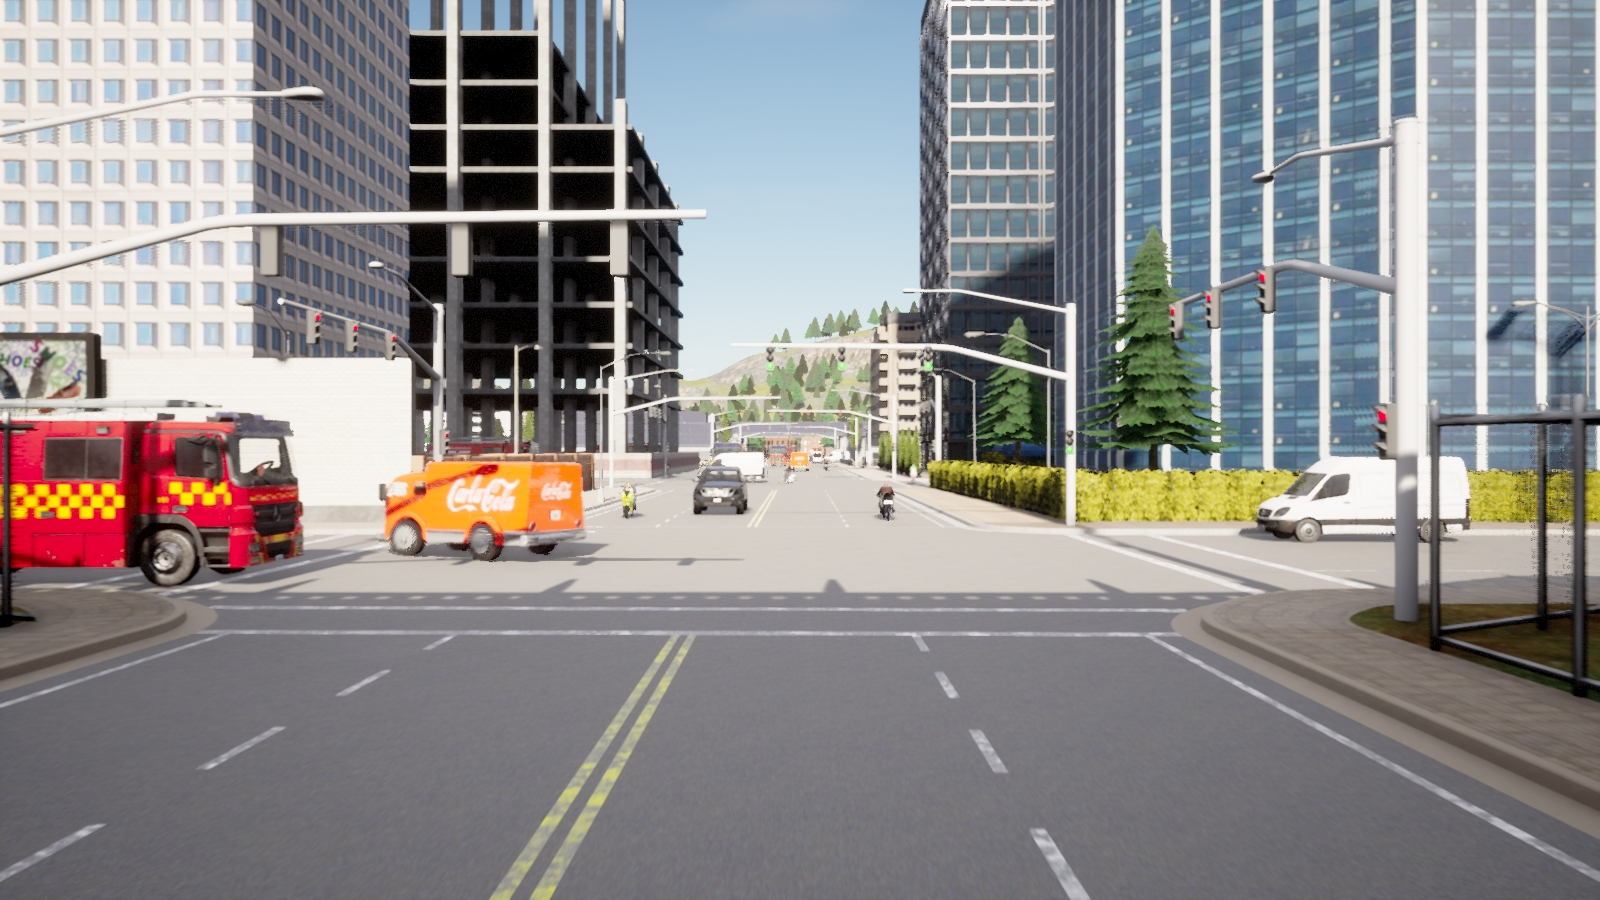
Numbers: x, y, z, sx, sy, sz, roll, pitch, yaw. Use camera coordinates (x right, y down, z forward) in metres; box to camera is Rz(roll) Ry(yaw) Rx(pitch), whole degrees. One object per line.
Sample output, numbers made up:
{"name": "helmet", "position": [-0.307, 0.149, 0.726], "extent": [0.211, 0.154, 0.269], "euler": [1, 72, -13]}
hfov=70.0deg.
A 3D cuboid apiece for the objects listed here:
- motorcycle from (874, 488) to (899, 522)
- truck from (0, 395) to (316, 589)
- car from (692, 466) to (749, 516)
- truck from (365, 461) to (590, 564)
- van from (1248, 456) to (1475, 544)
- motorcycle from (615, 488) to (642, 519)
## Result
{"name": "motorcycle", "position": [3.498, 2.205, 46.300], "extent": [0.867, 1.251, 2.209], "euler": [0, 0, 0]}
{"name": "truck", "position": [-15.017, 0.838, 24.014], "extent": [8.468, 3.827, 2.891], "euler": [0, 0, 0]}
{"name": "car", "position": [-3.502, 1.779, 51.114], "extent": [2.150, 2.045, 5.566], "euler": [0, 0, 0]}
{"name": "truck", "position": [-8.402, 1.533, 29.772], "extent": [5.204, 2.467, 2.627], "euler": [0, -1, 26]}
{"name": "van", "position": [16.960, 1.479, 34.687], "extent": [5.915, 2.561, 1.988], "euler": [0, 0, 0]}
{"name": "motorcycle", "position": [-7.001, 2.186, 46.853], "extent": [0.803, 1.199, 2.033], "euler": [0, 0, 0]}
